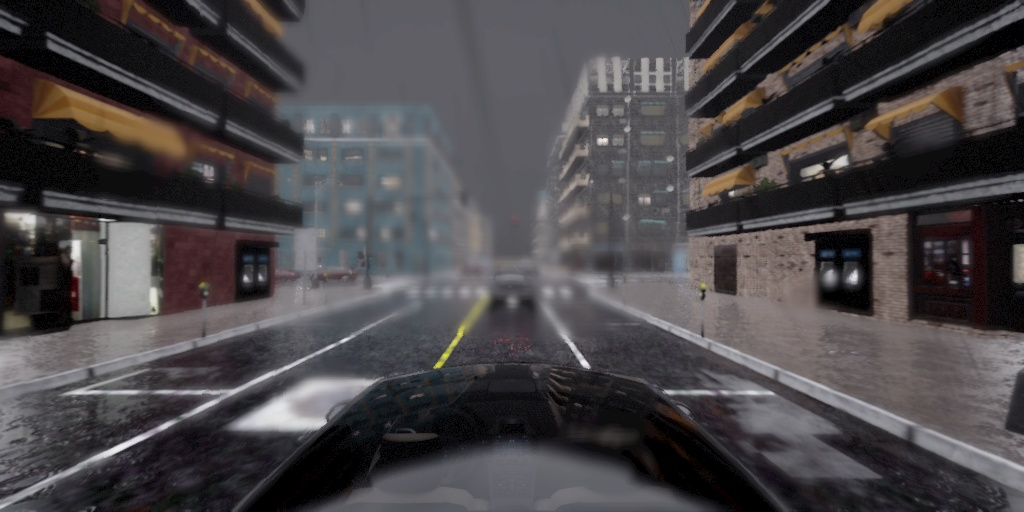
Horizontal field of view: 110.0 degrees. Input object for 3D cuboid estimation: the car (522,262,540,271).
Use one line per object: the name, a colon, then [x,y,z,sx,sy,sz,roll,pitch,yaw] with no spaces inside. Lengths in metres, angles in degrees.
car: [2.616,1.776,46.449,1.948,1.339,4.313,0,0,0]

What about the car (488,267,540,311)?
car: [0.029,1.399,15.351,1.837,1.490,4.892,0,0,0]

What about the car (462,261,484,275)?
car: [-5.264,1.524,46.457,2.192,1.841,5.009,0,0,0]

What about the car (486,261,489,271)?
car: [-5.245,1.919,63.113,1.888,1.381,4.507,0,0,0]

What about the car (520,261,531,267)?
car: [2.629,1.902,57.552,1.802,1.307,4.207,0,0,0]

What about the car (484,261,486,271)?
car: [-5.258,1.810,52.009,1.888,1.381,4.507,0,0,0]

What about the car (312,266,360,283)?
car: [-16.868,1.726,34.317,4.097,1.591,1.967,0,0,1]

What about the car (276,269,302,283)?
car: [-22.417,1.937,34.361,4.207,1.307,1.802,0,0,1]
